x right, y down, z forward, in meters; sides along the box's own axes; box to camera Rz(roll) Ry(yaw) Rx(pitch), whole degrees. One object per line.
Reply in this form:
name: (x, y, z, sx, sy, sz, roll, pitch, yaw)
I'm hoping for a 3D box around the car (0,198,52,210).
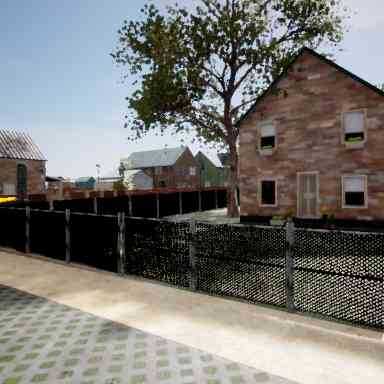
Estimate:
car: (-9.964, 1.054, 18.765, 1.882, 1.535, 5.008, -1, 2, 36)
